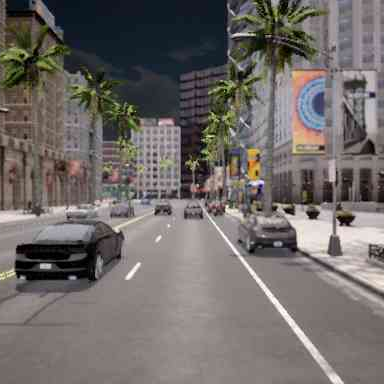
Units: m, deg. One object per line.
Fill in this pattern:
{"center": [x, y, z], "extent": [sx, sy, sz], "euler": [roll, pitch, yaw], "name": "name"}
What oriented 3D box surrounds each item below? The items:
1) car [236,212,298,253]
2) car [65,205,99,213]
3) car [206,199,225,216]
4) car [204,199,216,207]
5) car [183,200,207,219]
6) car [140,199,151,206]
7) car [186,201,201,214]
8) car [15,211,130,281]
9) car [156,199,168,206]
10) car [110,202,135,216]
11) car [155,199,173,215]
{"center": [3.099, 1.628, 14.382], "extent": [2.231, 1.521, 4.892], "euler": [0, -1, 0], "name": "car"}
{"center": [-10.573, 1.928, 32.168], "extent": [1.895, 1.301, 4.718], "euler": [0, -1, 0], "name": "car"}
{"center": [3.135, 1.800, 43.757], "extent": [2.185, 1.767, 4.553], "euler": [0, -1, 0], "name": "car"}
{"center": [3.461, 2.181, 65.683], "extent": [2.161, 1.482, 4.786], "euler": [0, -1, 0], "name": "car"}
{"center": [0.128, 1.829, 33.118], "extent": [2.128, 1.511, 4.902], "euler": [0, -1, 0], "name": "car"}
{"center": [-10.150, 2.207, 72.521], "extent": [1.882, 1.535, 5.008], "euler": [0, -1, 1], "name": "car"}
{"center": [0.143, 1.949, 43.544], "extent": [1.837, 1.490, 4.892], "euler": [0, 0, 0], "name": "car"}
{"center": [-3.395, 1.582, 10.199], "extent": [1.882, 1.535, 5.008], "euler": [0, 0, 0], "name": "car"}
{"center": [-6.626, 2.243, 74.563], "extent": [2.128, 1.511, 4.902], "euler": [0, -1, 1], "name": "car"}
{"center": [-7.070, 1.851, 34.061], "extent": [1.837, 1.490, 4.892], "euler": [0, -1, 0], "name": "car"}
{"center": [-3.368, 1.912, 39.922], "extent": [1.837, 1.490, 4.892], "euler": [0, 0, 0], "name": "car"}
